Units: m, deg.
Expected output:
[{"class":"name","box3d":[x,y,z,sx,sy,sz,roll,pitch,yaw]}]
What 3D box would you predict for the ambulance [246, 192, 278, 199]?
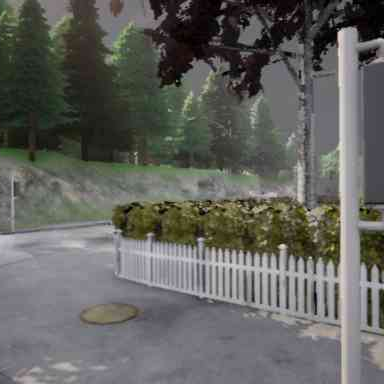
[{"class":"ambulance","box3d":[8.861,1.180,42.475,2.351,2.431,6.366,-1,0,36]}]
